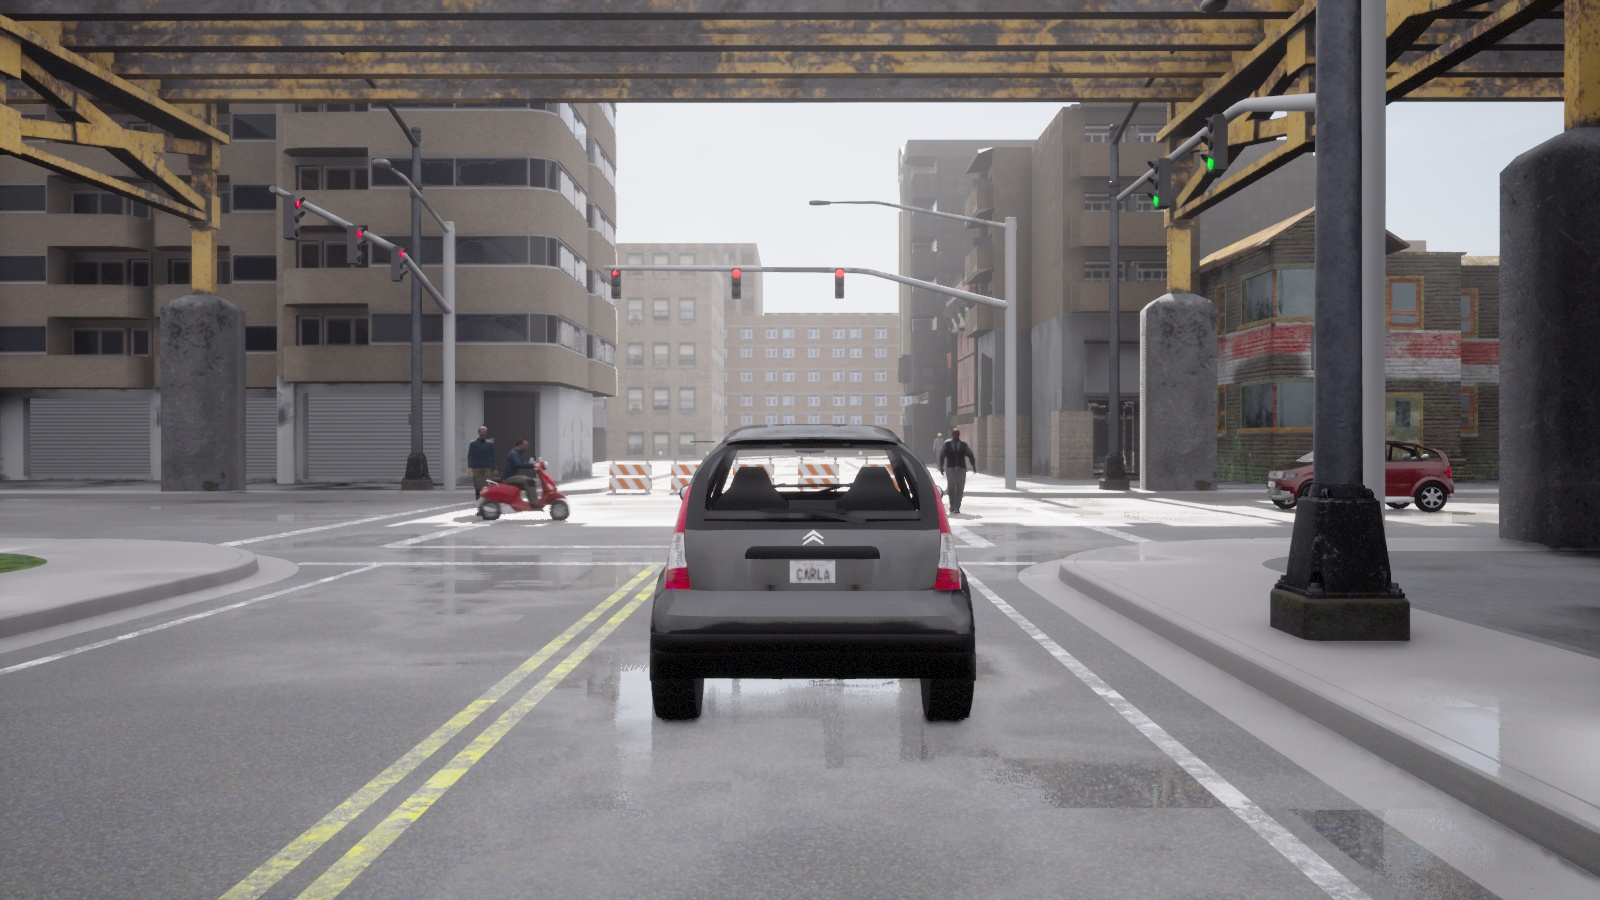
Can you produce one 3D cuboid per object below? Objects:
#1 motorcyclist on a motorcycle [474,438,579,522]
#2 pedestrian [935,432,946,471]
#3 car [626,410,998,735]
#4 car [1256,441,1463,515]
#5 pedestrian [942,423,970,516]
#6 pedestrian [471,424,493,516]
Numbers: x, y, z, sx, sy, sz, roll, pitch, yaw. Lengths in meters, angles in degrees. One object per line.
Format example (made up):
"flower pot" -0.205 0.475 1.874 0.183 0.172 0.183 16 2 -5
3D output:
"motorcyclist on a motorcycle" -5.208 0.560 23.967 1.817 1.590 0.866 0 0 0
"pedestrian" 6.622 0.082 59.245 0.354 1.836 0.706 0 0 -7
"car" 0.073 0.598 8.243 1.851 1.617 3.988 0 0 0
"car" 12.146 0.580 27.426 3.705 1.549 1.789 0 0 0
"pedestrian" 3.224 0.399 25.955 0.563 1.883 0.849 0 0 6
"pedestrian" -6.471 0.395 25.580 0.402 1.842 0.726 0 0 -12
